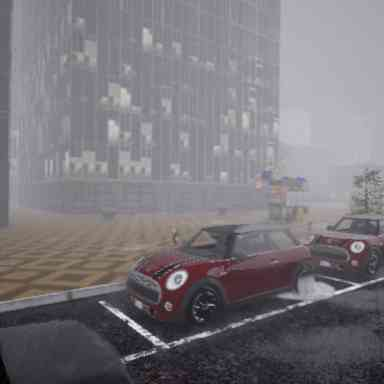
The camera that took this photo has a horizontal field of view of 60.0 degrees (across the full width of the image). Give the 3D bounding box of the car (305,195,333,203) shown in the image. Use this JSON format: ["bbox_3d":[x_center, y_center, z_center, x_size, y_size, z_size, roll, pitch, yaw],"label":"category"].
[{"bbox_3d":[27.975,1.525,72.250,2.192,1.841,5.009,1,-1,-35],"label":"car"}]

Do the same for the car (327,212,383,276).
[{"bbox_3d":[5.288,1.440,10.278,4.097,1.590,1.967,0,1,-36],"label":"car"}]

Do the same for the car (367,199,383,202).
[{"bbox_3d":[30.399,1.456,53.665,1.967,1.590,4.097,1,-1,-35],"label":"car"}]

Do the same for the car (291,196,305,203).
[{"bbox_3d":[24.785,1.676,76.793,1.967,1.590,4.097,1,-1,-35],"label":"car"}]

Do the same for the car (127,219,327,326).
[{"bbox_3d":[0.688,1.440,7.003,4.097,1.590,1.967,0,1,-35],"label":"car"}]

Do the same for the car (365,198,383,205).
[{"bbox_3d":[34.979,1.735,62.218,1.802,1.307,4.206,1,-1,-35],"label":"car"}]

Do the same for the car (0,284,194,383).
[{"bbox_3d":[-2.775,1.547,1.399,5.357,1.411,2.033,0,0,-35],"label":"car"}]
